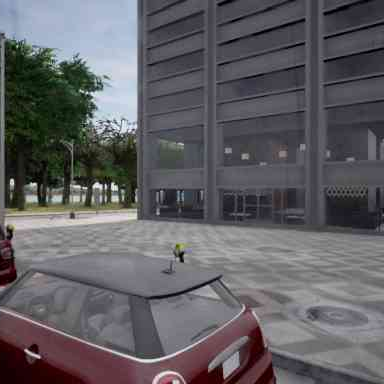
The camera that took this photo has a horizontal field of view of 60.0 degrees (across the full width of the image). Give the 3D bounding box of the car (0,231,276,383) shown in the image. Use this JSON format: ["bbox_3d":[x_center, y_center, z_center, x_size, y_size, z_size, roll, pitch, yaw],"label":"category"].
[{"bbox_3d":[-1.257,1.440,3.856,4.097,1.590,1.967,0,0,35],"label":"car"}]

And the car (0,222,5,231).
[{"bbox_3d":[-5.686,1.315,7.010,5.009,1.841,2.192,0,0,35],"label":"car"}]
